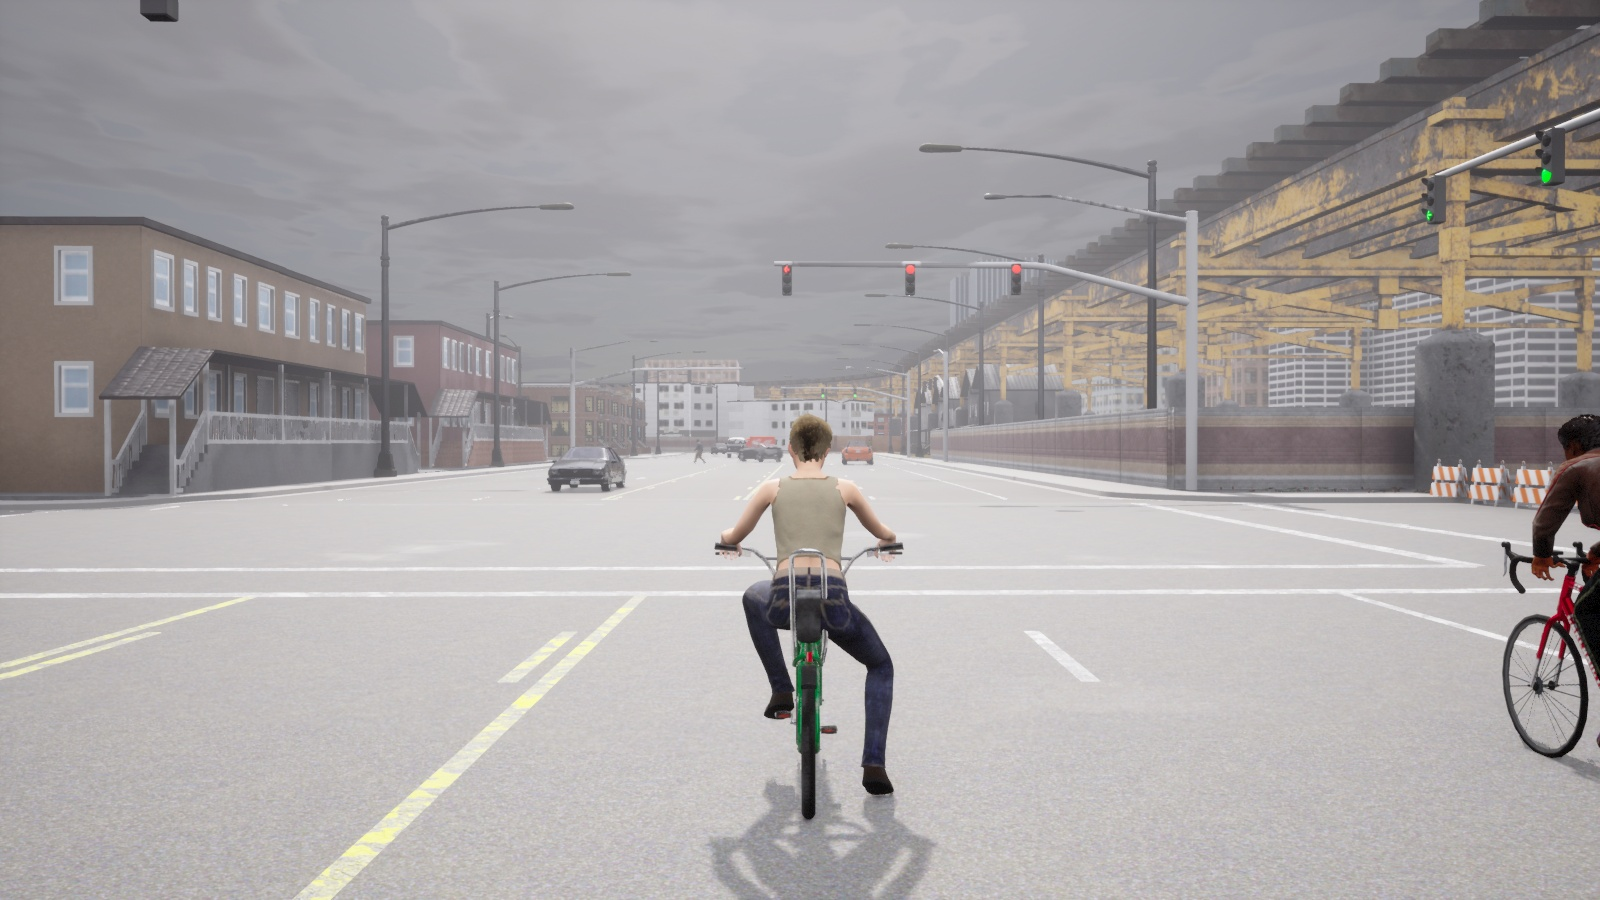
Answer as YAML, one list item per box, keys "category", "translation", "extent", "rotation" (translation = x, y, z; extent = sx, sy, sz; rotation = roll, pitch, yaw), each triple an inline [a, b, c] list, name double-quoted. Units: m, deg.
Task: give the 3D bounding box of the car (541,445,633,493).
- category: "car"
  translation: [-6.773, 0.560, 40.534]
  extent: [2.033, 1.411, 5.357]
  rotation: [0, 0, 0]

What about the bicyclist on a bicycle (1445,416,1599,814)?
- category: "bicyclist on a bicycle"
  translation: [3.545, 0.671, 5.511]
  extent: [0.582, 1.620, 1.656]
  rotation: [0, 0, 0]

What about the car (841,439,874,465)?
- category: "car"
  translation: [3.974, 0.112, 87.855]
  extent: [2.097, 1.767, 4.553]
  rotation: [0, 0, 0]

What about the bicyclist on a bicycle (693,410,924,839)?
- category: "bicyclist on a bicycle"
  translation: [0.038, 0.652, 5.474]
  extent: [0.866, 1.612, 1.509]
  rotation: [0, 0, 0]

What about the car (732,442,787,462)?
- category: "car"
  translation: [-3.179, 0.147, 98.037]
  extent: [2.128, 1.511, 4.902]
  rotation: [0, 0, -31]
